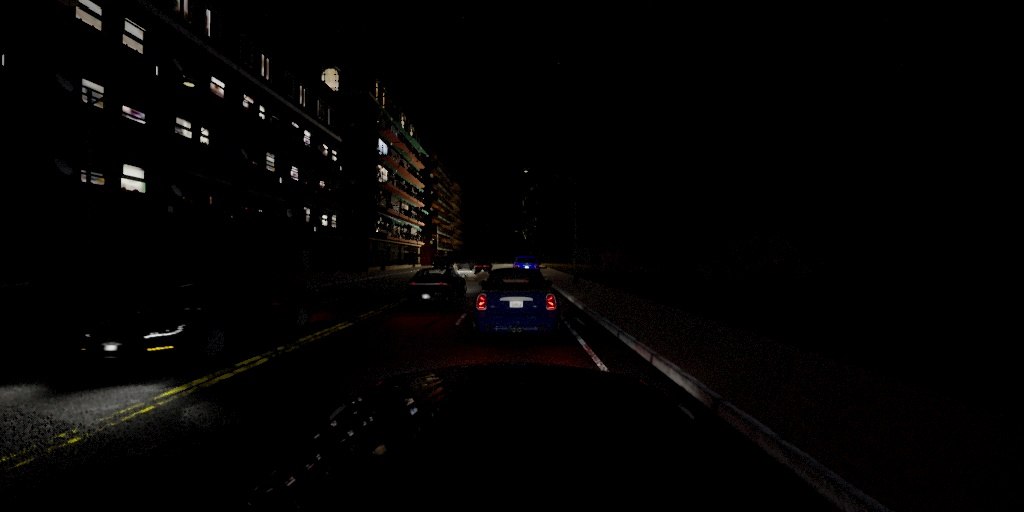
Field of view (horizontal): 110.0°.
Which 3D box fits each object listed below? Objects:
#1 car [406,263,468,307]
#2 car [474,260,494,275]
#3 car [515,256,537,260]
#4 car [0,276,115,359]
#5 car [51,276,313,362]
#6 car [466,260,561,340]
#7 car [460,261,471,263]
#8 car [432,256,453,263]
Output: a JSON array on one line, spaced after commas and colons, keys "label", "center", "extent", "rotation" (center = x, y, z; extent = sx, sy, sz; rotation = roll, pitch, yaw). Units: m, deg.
[{"label": "car", "center": [-3.144, 1.245, 15.523], "extent": [2.128, 1.511, 4.902], "rotation": [0, 0, 0]}, {"label": "car", "center": [-3.131, 1.258, 40.620], "extent": [1.837, 1.490, 4.892], "rotation": [0, 0, 0]}, {"label": "car", "center": [1.151, 0.979, 30.130], "extent": [2.150, 2.045, 5.566], "rotation": [0, 0, 0]}, {"label": "car", "center": [-9.847, 1.228, 7.571], "extent": [1.882, 1.535, 5.008], "rotation": [0, 0, 0]}, {"label": "car", "center": [-6.598, 1.256, 8.324], "extent": [1.837, 1.490, 4.892], "rotation": [0, 0, 0]}, {"label": "car", "center": [0.103, 1.103, 10.177], "extent": [2.097, 1.767, 4.553], "rotation": [0, 0, 0]}, {"label": "car", "center": [-6.574, 1.354, 50.525], "extent": [1.895, 1.301, 4.718], "rotation": [0, 0, 0]}, {"label": "car", "center": [-9.821, 0.975, 50.973], "extent": [2.150, 2.045, 5.566], "rotation": [0, 0, 0]}]
